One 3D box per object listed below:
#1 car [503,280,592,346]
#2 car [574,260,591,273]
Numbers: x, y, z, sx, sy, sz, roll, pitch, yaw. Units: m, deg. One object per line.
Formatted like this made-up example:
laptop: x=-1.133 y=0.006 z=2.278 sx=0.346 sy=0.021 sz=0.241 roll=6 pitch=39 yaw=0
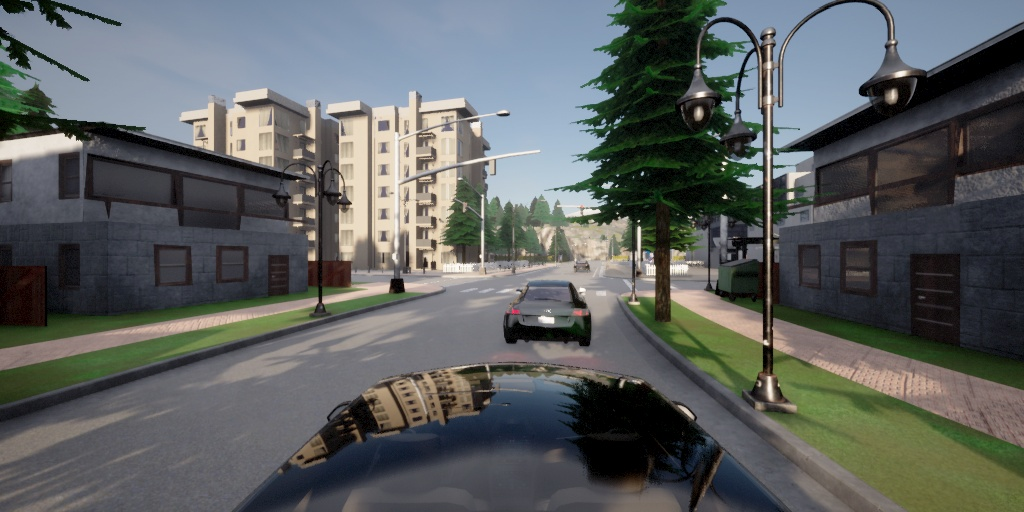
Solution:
car: x=1.011 y=1.314 z=9.488 sx=1.994 sy=1.385 sz=4.181 roll=0 pitch=0 yaw=9
car: x=8.802 y=1.276 z=45.009 sx=2.128 sy=1.511 sz=4.902 roll=0 pitch=0 yaw=14
